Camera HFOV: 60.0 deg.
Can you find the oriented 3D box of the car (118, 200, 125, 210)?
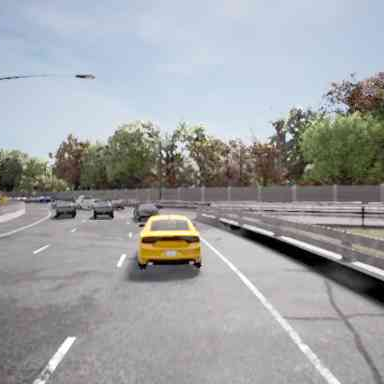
[{"bbox_3d":[-11.382,1.890,48.914,2.033,1.411,5.357,0,0,-26],"label":"car"}]

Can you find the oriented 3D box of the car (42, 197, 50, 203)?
[{"bbox_3d":[-36.484,2.009,82.860,5.008,1.535,1.882,-1,0,41],"label":"car"}]

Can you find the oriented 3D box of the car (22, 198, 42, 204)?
[{"bbox_3d":[-39.266,2.057,80.583,5.357,1.411,2.033,-1,0,41],"label":"car"}]

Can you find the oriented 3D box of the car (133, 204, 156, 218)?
[{"bbox_3d":[-4.124,1.742,29.606,2.033,1.411,5.357,0,0,-15],"label":"car"}]

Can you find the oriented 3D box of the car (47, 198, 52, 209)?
[{"bbox_3d":[-20.492,1.961,51.051,1.994,1.385,4.181,0,0,-30],"label":"car"}]

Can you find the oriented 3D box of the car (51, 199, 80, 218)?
[{"bbox_3d":[-12.879,1.753,34.111,2.128,1.511,4.902,0,0,-19],"label":"car"}]

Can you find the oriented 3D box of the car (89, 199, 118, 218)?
[{"bbox_3d":[-8.903,1.727,33.174,2.128,1.511,4.902,0,0,-18],"label":"car"}]

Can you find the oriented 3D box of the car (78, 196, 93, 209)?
[{"bbox_3d":[-16.735,1.605,51.710,2.150,2.045,5.566,0,-1,-29],"label":"car"}]

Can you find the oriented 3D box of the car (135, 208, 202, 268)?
[{"bbox_3d":[-0.835,1.551,11.637,1.882,1.535,5.008,0,0,-6],"label":"car"}]
